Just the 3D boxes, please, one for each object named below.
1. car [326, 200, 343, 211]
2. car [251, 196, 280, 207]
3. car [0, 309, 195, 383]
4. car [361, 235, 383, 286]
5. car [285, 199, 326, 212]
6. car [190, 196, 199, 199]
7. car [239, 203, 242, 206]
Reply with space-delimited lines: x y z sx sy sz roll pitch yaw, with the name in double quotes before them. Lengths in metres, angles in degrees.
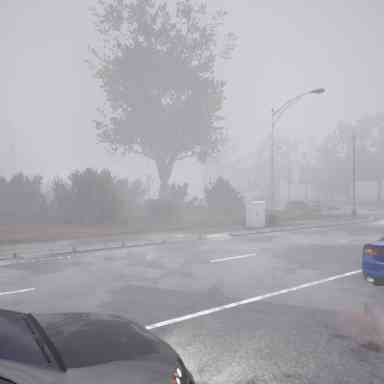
"car" 15.953 1.601 40.833 1.895 1.301 4.718 0 0 -33
"car" 10.729 1.341 48.989 2.097 1.767 4.553 0 0 -33
"car" -1.975 1.564 2.329 4.181 1.385 1.994 0 0 -36
"car" 6.159 1.478 8.178 5.008 1.535 1.882 0 0 -36
"car" 12.945 1.564 39.039 1.994 1.385 4.181 0 0 -32
"car" 1.376 1.448 63.143 1.812 1.442 4.674 0 0 -34
"car" 5.474 1.202 50.696 2.150 2.045 5.566 0 0 -33
